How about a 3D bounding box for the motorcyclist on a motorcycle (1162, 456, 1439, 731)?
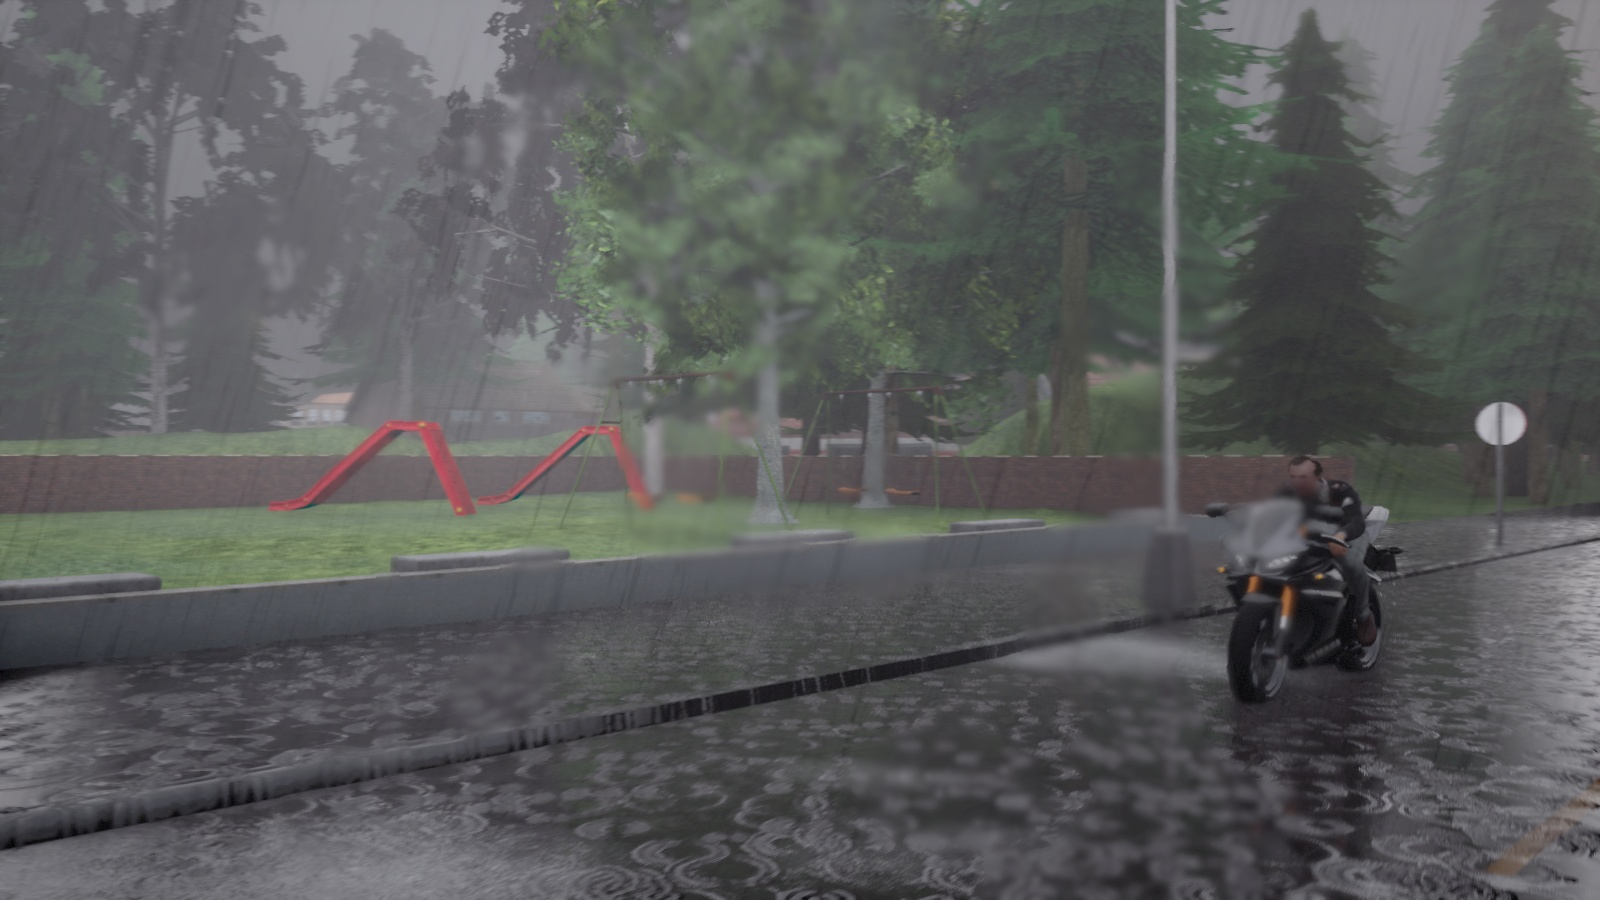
[{"bbox_3d":[3.278,0.809,8.094,0.866,1.530,2.191,0,0,44],"label":"motorcyclist on a motorcycle"}]
